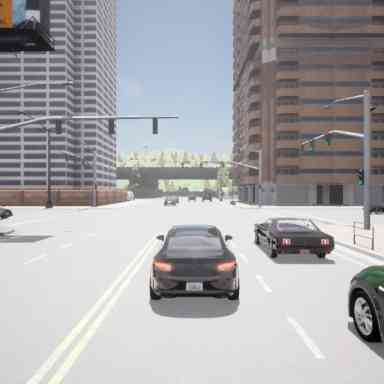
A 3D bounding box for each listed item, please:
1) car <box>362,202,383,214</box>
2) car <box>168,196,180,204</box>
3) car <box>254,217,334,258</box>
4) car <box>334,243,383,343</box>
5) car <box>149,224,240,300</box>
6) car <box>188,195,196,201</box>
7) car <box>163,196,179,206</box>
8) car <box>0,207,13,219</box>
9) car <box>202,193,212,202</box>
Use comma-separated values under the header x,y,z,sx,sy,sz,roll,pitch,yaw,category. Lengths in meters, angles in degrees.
x,y,z,sx,sy,sz,roll,pitch,yaw,category
19.963,1.601,33.724,4.718,1.301,1.895,0,0,1,car
-3.530,1.491,65.222,2.128,1.511,4.902,0,0,1,car
3.605,1.601,12.702,1.895,1.301,4.718,0,0,1,car
3.601,1.352,3.617,2.097,1.767,4.553,0,0,0,car
0.062,1.526,8.249,1.812,1.442,4.674,0,0,0,car
0.014,1.425,77.292,1.837,1.490,4.892,0,0,0,car
-3.590,1.491,54.818,2.128,1.511,4.902,0,0,-1,car
-16.750,1.563,26.744,4.181,1.385,1.994,0,0,0,car
3.514,1.225,78.002,2.150,2.045,5.566,0,0,0,car
